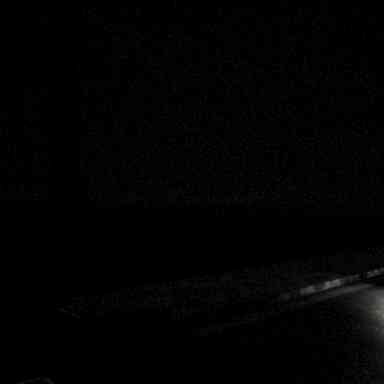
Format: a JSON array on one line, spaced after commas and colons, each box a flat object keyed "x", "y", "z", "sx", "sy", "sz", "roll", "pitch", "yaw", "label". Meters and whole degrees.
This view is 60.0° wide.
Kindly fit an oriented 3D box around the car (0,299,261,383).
[{"x": -1.836, "y": 1.597, "z": 2.068, "sx": 4.718, "sy": 1.301, "sz": 1.895, "roll": 1, "pitch": 0, "yaw": -36, "label": "car"}]
